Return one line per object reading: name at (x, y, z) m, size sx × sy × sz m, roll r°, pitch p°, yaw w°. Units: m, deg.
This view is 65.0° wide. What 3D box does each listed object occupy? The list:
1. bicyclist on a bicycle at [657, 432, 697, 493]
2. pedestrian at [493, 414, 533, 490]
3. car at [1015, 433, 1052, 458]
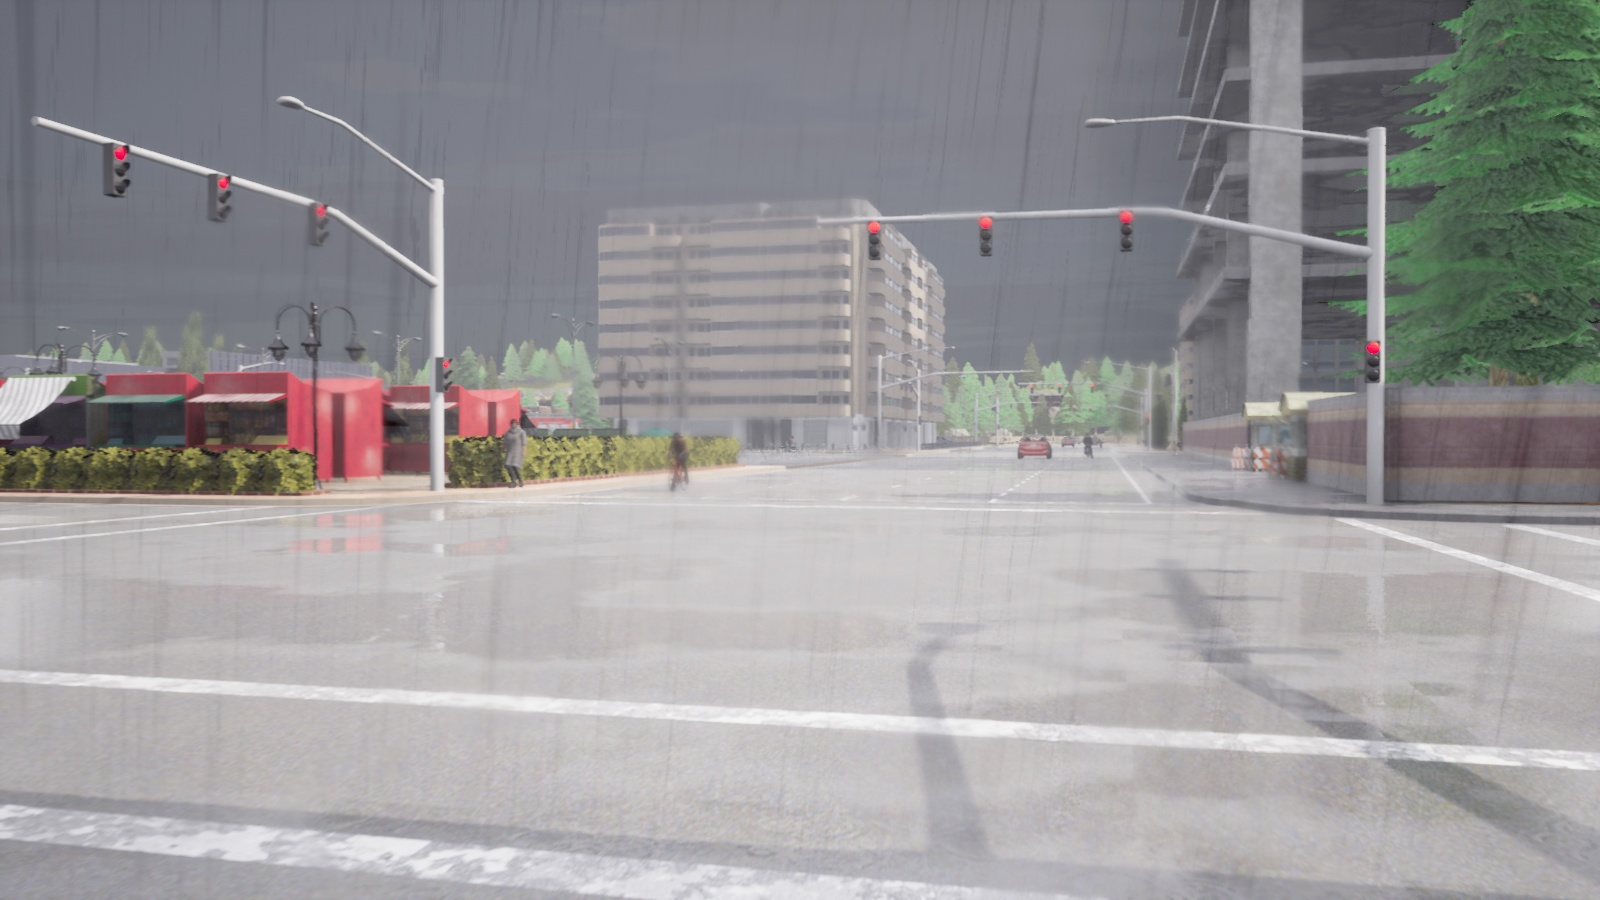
bicyclist on a bicycle at (-3.346, 0.327, 34.224) m, size 0.582 × 1.620 × 1.656 m, roll 0°, pitch 1°, yaw 13°
pedestrian at (-7.481, 0.040, 32.765) m, size 0.659 × 1.952 × 0.873 m, roll 0°, pitch 1°, yaw 16°
car at (15.854, -0.311, 85.151) m, size 2.242 × 1.667 × 4.611 m, roll 0°, pitch 1°, yaw 13°
